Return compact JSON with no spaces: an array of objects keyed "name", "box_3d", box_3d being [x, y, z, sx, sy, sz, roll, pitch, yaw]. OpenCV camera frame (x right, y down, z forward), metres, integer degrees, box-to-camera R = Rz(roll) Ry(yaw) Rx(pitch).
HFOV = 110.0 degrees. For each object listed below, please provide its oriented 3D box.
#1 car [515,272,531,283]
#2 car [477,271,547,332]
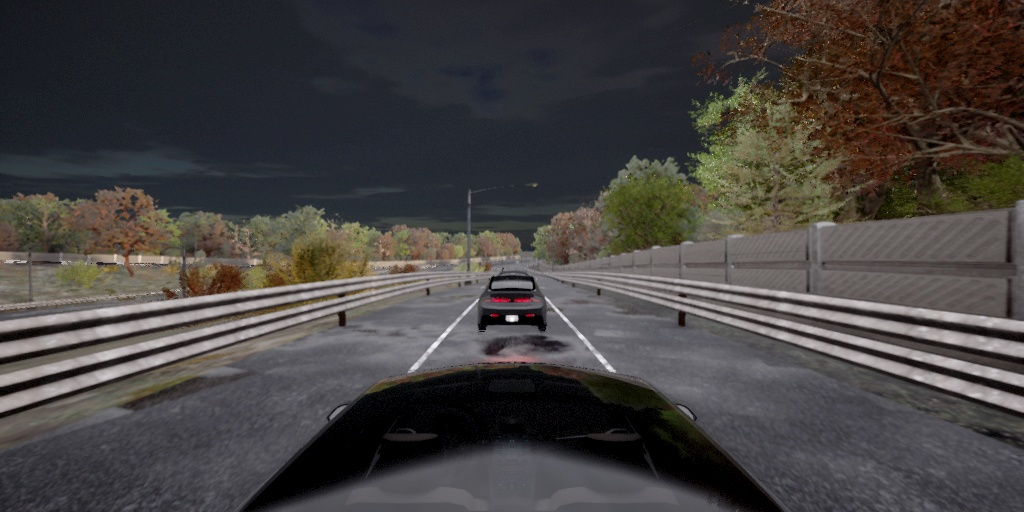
[{"name":"car","box_3d":[1.504,2.846,48.473,1.994,1.385,4.181,0,-3,4]},{"name":"car","box_3d":[0.015,1.325,11.092,1.837,1.490,4.892,0,-2,0]}]
